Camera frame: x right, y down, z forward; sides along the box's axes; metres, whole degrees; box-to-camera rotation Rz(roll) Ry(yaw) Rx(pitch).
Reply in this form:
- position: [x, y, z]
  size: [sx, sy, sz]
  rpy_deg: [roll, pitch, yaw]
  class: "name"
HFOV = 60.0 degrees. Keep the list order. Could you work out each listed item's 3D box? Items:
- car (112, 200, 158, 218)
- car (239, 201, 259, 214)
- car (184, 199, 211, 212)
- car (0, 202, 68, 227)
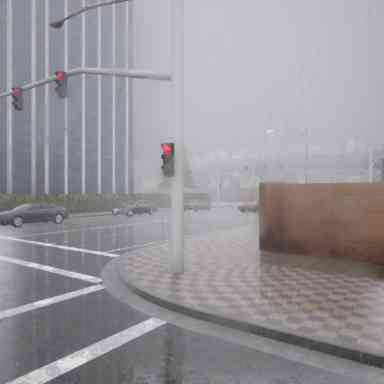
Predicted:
- position: [-5.248, 1.491, 30.929]
  size: [2.128, 1.511, 4.902]
  rpy_deg: [0, 0, 35]
  class: "car"
- position: [6.852, 1.601, 35.537]
  size: [1.895, 1.301, 4.718]
  rpy_deg: [0, 0, 35]
  class: "car"
- position: [0.529, 1.564, 39.033]
  size: [1.994, 1.385, 4.181]
  rpy_deg: [0, 0, 35]
  class: "car"
- position: [-10.957, 1.505, 22.900]
  size: [1.837, 1.490, 4.892]
  rpy_deg: [0, 0, 35]
  class: "car"
